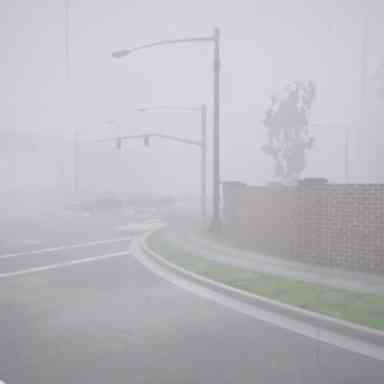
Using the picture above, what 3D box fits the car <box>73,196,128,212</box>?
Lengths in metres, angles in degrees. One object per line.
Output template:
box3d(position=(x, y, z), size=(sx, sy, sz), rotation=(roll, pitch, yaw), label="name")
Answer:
box3d(position=(-9.402, 1.226, 34.564), size=(1.837, 1.490, 4.892), rotation=(0, 1, 36), label="car")

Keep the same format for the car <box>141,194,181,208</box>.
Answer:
box3d(position=(-3.844, 1.138, 41.965), size=(1.812, 1.442, 4.674), rotation=(0, 1, 37), label="car")

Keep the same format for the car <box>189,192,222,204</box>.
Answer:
box3d(position=(2.054, 1.060, 49.805), size=(1.895, 1.301, 4.718), rotation=(0, 1, 37), label="car")

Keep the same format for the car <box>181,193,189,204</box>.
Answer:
box3d(position=(-1.047, 0.928, 51.497), size=(1.882, 1.535, 5.008), rotation=(0, 1, 37), label="car")

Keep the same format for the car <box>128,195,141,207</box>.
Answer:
box3d(position=(-6.759, 1.103, 43.906), size=(1.837, 1.490, 4.892), rotation=(0, 1, 37), label="car")

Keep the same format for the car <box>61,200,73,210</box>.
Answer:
box3d(position=(-12.139, 1.231, 36.745), size=(1.812, 1.442, 4.674), rotation=(0, 1, 37), label="car")
